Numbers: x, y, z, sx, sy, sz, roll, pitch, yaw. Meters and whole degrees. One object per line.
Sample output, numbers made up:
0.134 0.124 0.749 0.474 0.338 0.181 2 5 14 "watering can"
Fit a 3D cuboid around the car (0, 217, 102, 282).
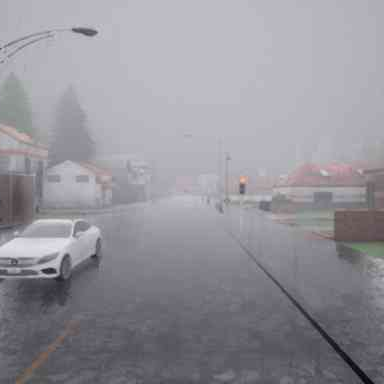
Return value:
-4.001 1.499 9.805 1.812 1.442 4.674 0 0 0 "car"
